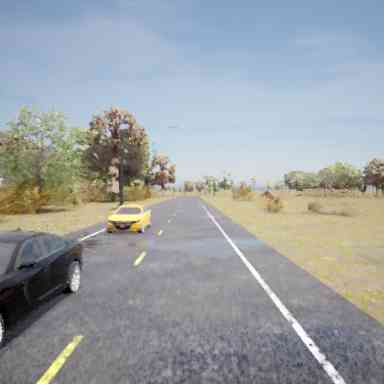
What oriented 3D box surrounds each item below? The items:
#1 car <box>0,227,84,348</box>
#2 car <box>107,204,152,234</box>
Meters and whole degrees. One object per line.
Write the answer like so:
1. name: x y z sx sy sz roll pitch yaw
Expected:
1. car: -3.522 1.480 5.936 1.882 1.535 5.008 0 0 0
2. car: -3.528 1.484 19.458 1.882 1.535 5.008 0 0 1
